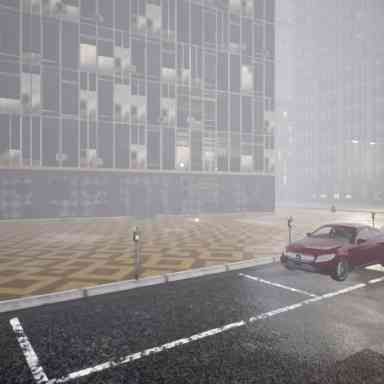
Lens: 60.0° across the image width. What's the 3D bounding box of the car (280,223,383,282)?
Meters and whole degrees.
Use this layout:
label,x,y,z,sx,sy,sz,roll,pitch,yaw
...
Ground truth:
label,x,y,z,sx,sy,sz,roll,pitch,yaw
car,4.404,1.579,9.712,4.206,1.307,1.802,0,0,-36
